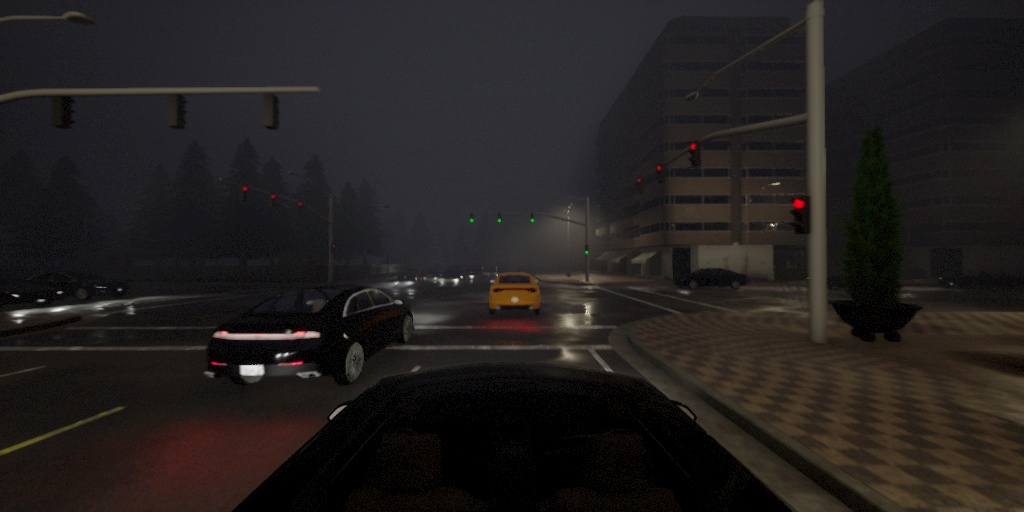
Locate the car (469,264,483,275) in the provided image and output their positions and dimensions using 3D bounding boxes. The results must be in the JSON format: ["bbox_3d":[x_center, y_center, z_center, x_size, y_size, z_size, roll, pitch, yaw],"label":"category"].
[{"bbox_3d":[-5.644,1.954,51.736,1.837,1.490,4.892,0,-1,15],"label":"car"}]

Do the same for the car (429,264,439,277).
[{"bbox_3d":[-9.913,1.861,46.994,1.882,1.535,5.008,0,-1,7],"label":"car"}]

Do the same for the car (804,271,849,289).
[{"bbox_3d":[24.639,1.756,26.606,4.718,1.301,1.895,0,-1,0],"label":"car"}]

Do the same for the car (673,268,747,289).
[{"bbox_3d":[14.562,1.631,26.554,5.008,1.535,1.882,0,-1,0],"label":"car"}]

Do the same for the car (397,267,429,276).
[{"bbox_3d":[-10.483,1.852,37.606,1.895,1.301,4.718,0,-1,1],"label":"car"}]

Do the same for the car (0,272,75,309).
[{"bbox_3d":[-23.037,1.547,15.671,5.357,1.411,2.033,0,-1,3],"label":"car"}]

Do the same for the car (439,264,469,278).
[{"bbox_3d":[-6.785,1.796,42.400,1.882,1.535,5.008,0,-1,3],"label":"car"}]

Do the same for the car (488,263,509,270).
[{"bbox_3d":[-2.254,1.930,60.948,2.097,1.767,4.553,0,-1,28],"label":"car"}]

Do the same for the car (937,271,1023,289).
[{"bbox_3d":[34.838,1.757,26.652,4.718,1.301,1.895,0,-1,0],"label":"car"}]

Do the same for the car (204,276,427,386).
[{"bbox_3d":[-3.408,1.318,7.136,2.128,1.511,4.902,0,-1,0],"label":"car"}]

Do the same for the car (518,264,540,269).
[{"bbox_3d":[2.577,2.157,62.001,1.994,1.385,4.181,-1,-1,31],"label":"car"}]

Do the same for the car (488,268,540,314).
[{"bbox_3d":[0.099,1.421,14.983,1.882,1.535,5.008,0,-1,0],"label":"car"}]

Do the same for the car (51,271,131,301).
[{"bbox_3d":[-23.373,1.553,19.147,4.892,1.490,1.837,0,-1,0],"label":"car"}]
